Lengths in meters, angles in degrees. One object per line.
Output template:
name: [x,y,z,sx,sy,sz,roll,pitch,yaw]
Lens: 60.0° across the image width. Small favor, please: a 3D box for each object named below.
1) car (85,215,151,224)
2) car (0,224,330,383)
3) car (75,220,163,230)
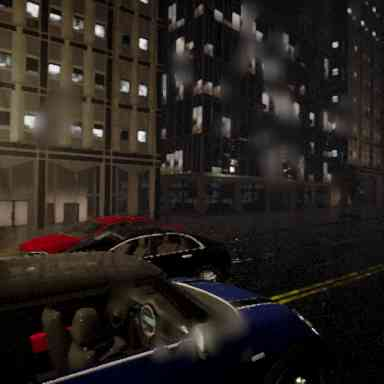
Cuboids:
car: [-2.436,1.487,10.053,5.008,1.535,1.882,0,0,-37]
car: [-0.813,1.357,2.943,4.553,1.767,2.097,0,0,-36]
car: [-1.348,1.512,6.824,4.892,1.490,1.837,0,0,-36]
